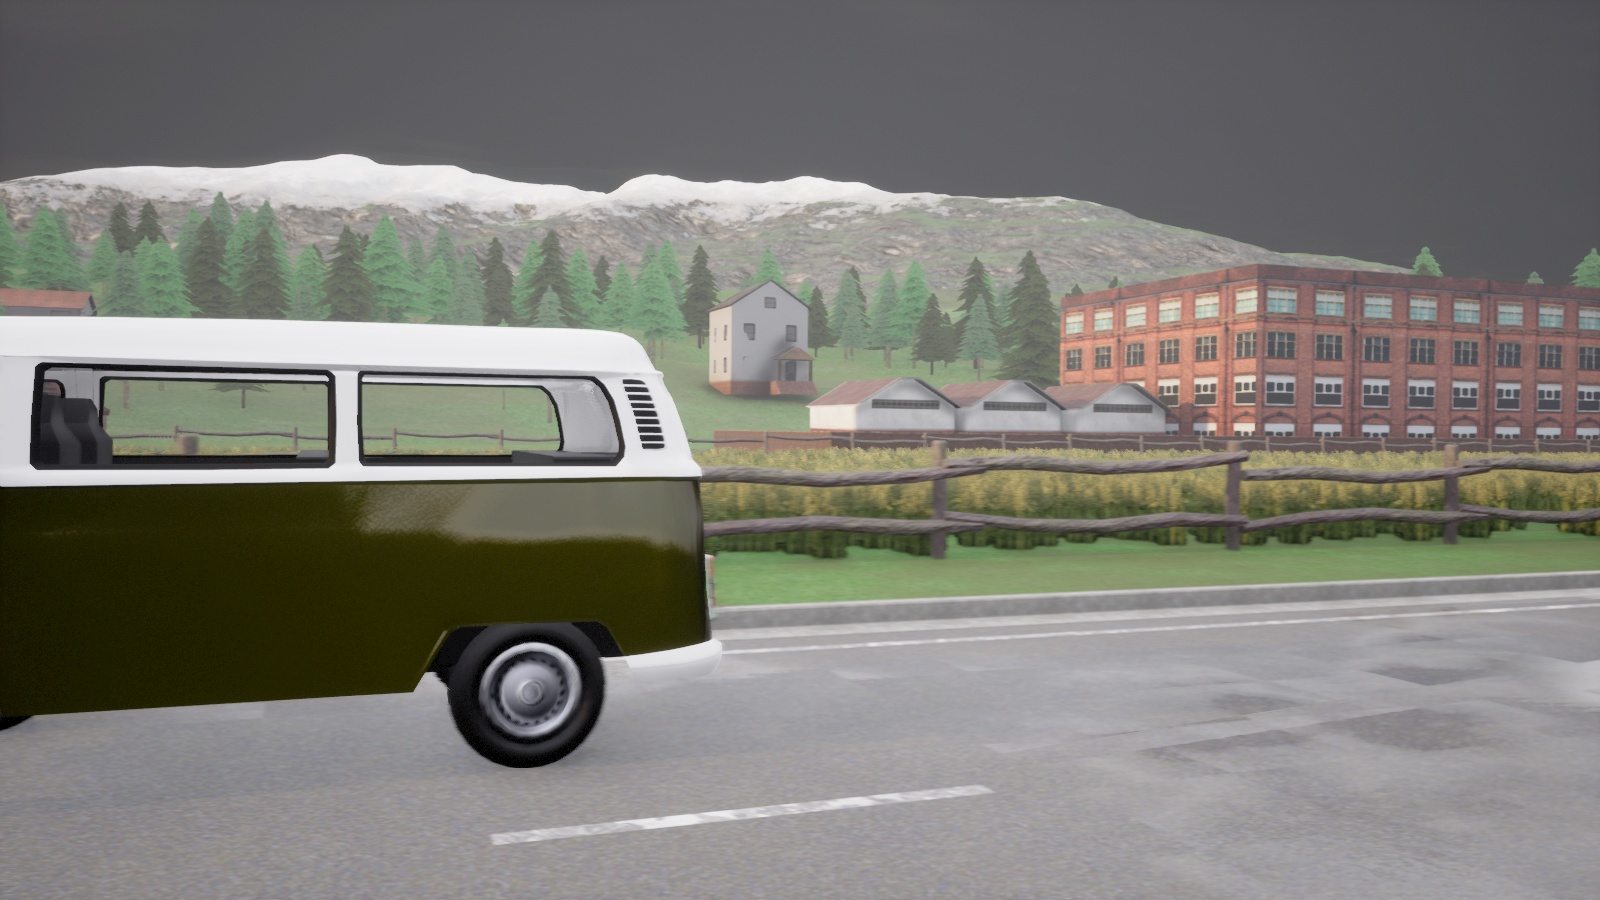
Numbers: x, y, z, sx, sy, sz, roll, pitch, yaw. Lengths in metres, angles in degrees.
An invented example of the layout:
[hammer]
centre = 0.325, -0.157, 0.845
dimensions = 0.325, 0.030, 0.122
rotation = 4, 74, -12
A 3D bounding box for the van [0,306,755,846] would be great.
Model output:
[van]
centre = -2.678, 0.453, 5.963
dimensions = 4.480, 2.038, 2.069
rotation = -1, 1, -21
